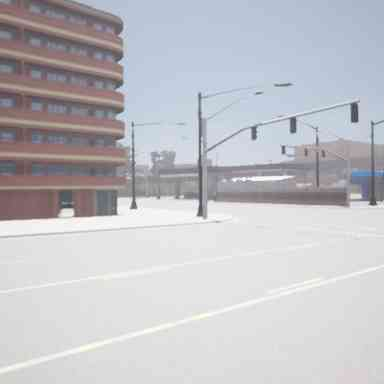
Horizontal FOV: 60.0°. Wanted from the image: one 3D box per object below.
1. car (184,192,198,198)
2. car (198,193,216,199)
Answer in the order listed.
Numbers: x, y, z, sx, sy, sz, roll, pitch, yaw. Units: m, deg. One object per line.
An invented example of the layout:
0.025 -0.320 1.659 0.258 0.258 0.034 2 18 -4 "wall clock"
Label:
0.248 0.776 84.321 4.611 1.667 2.242 -1 1 -35 "car"
4.221 0.924 80.101 3.806 1.475 1.970 -1 1 -35 "car"
